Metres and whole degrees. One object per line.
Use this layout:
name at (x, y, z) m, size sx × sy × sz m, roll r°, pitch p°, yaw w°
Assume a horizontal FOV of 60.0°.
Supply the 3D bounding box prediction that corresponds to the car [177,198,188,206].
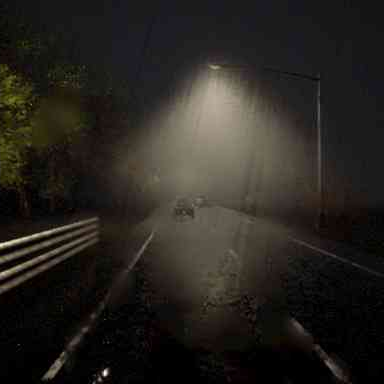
car at (-1.711, 1.796, 59.181) m, size 1.994 × 1.385 × 4.181 m, roll 0°, pitch 0°, yaw -2°

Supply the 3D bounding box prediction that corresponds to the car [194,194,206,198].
car at (1.646, 1.459, 60.481) m, size 2.150 × 2.045 × 5.566 m, roll 0°, pitch 0°, yaw -2°

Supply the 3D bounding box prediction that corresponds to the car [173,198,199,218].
car at (-0.783, 1.625, 32.182) m, size 2.128 × 1.511 × 4.902 m, roll 0°, pitch 0°, yaw -2°

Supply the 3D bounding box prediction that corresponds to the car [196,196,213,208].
car at (1.992, 1.717, 50.448) m, size 1.812 × 1.442 × 4.674 m, roll 0°, pitch 0°, yaw -2°
